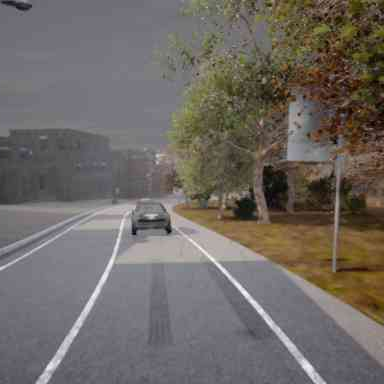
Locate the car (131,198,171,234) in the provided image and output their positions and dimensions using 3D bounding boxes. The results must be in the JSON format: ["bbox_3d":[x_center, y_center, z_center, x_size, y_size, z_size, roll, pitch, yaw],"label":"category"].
[{"bbox_3d":[-2.461,1.348,19.384,2.097,1.767,4.553,-1,0,-10],"label":"car"}]

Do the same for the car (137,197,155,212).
[{"bbox_3d":[-5.502,1.451,40.078,1.882,1.535,5.008,-1,0,-5],"label":"car"}]
